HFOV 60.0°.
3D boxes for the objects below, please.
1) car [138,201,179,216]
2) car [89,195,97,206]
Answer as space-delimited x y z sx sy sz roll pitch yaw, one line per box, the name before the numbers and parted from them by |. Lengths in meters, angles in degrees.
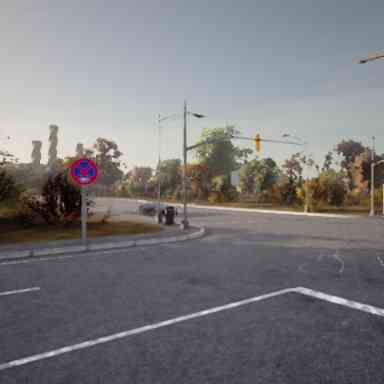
car | -3.313 1.550 31.475 2.033 1.411 5.357 0 0 -32
car | -16.378 1.305 52.173 1.837 1.490 4.892 0 1 -32
